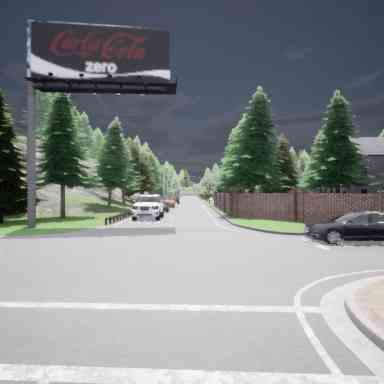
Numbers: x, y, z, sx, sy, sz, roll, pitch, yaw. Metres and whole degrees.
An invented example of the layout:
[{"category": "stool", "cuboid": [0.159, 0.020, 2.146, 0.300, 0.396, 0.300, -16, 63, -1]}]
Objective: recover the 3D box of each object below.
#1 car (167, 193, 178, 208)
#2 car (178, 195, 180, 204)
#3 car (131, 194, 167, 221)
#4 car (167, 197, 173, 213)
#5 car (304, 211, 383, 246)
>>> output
[{"category": "car", "cuboid": [-3.558, 1.351, 47.741, 2.097, 1.767, 4.553, 0, 0, 0]}, {"category": "car", "cuboid": [-3.465, 1.223, 62.828, 2.150, 2.045, 5.566, 0, 0, 0]}, {"category": "car", "cuboid": [-3.587, 1.221, 27.822, 2.150, 2.045, 5.566, 0, 0, 0]}, {"category": "car", "cuboid": [-3.577, 1.564, 37.303, 1.994, 1.385, 4.181, 0, 0, 0]}, {"category": "car", "cuboid": [7.893, 1.683, 15.828, 4.892, 1.490, 1.837, 0, 0, 2]}]
